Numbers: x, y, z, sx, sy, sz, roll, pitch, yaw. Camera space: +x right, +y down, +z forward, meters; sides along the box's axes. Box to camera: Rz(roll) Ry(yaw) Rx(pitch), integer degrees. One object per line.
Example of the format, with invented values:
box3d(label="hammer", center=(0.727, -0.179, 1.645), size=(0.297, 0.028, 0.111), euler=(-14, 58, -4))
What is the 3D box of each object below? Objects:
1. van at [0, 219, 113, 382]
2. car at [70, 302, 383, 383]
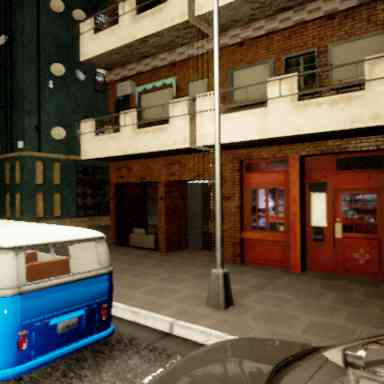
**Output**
box3d(label="van", center=(-2.972, 1.337, 5.013), size=(3.998, 1.788, 1.690), euler=(0, -1, 36))
box3d(label="car", center=(1.568, 1.551, 1.770), size=(4.403, 1.369, 2.008), euler=(0, -1, 36))
